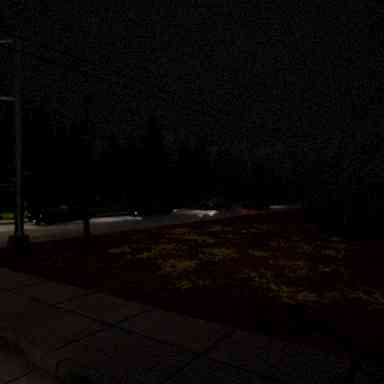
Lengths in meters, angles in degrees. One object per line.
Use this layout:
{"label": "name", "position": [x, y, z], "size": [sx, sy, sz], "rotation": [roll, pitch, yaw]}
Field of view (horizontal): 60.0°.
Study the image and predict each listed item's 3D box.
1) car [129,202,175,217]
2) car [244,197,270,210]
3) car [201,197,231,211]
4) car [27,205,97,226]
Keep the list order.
{"label": "car", "position": [-3.848, 1.637, 32.401], "size": [1.895, 1.301, 4.718], "rotation": [0, 0, 37]}
{"label": "car", "position": [8.420, 1.426, 42.765], "size": [2.128, 1.511, 4.902], "rotation": [0, 0, 36]}
{"label": "car", "position": [2.999, 1.455, 41.629], "size": [1.882, 1.535, 5.008], "rotation": [0, 0, 37]}
{"label": "car", "position": [-9.552, 1.687, 24.693], "size": [1.895, 1.301, 4.718], "rotation": [0, 0, 36]}
